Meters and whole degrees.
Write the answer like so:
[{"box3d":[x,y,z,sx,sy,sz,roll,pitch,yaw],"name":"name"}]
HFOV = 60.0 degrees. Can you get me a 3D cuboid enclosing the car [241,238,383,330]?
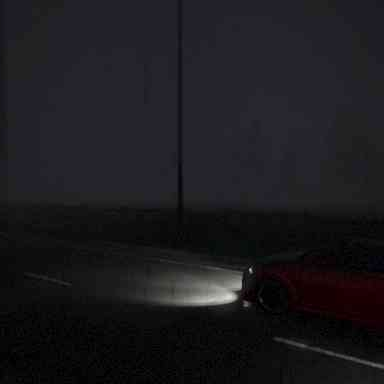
[{"box3d":[3.035,1.567,6.127,4.181,1.385,1.994,0,0,35],"name":"car"}]
